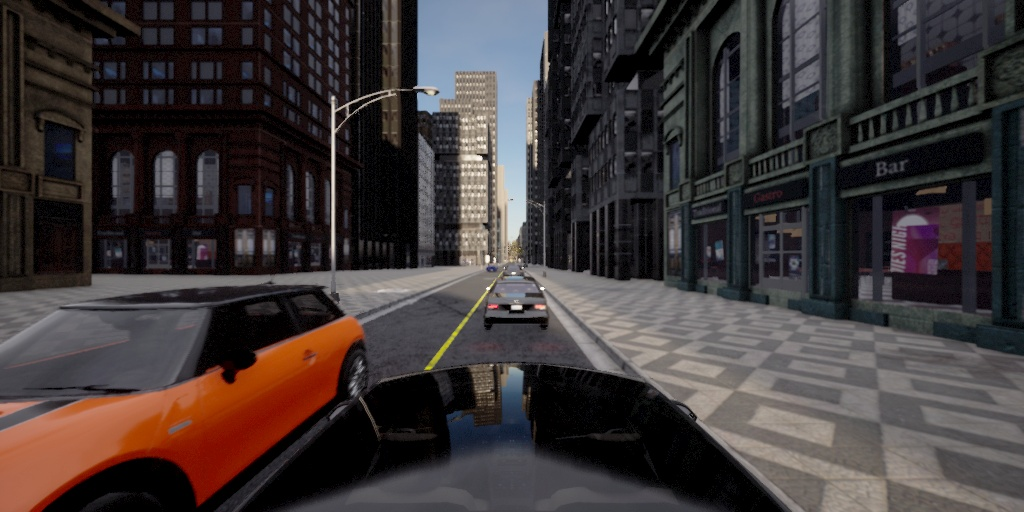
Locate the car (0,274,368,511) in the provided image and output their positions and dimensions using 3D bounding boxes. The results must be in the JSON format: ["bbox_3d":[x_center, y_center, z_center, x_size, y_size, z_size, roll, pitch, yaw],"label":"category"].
[{"bbox_3d":[-3.099,1.109,3.210,2.097,1.767,4.553,0,0,0],"label":"car"}]

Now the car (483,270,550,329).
[{"bbox_3d":[0.110,1.354,11.509,2.033,1.411,5.357,0,0,0],"label":"car"}]

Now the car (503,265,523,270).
[{"bbox_3d":[0.138,1.537,34.001,1.994,1.385,4.181,0,-1,0],"label":"car"}]

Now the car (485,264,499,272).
[{"bbox_3d":[-2.970,1.841,54.594,1.895,1.301,4.718,0,-1,1],"label":"car"}]
